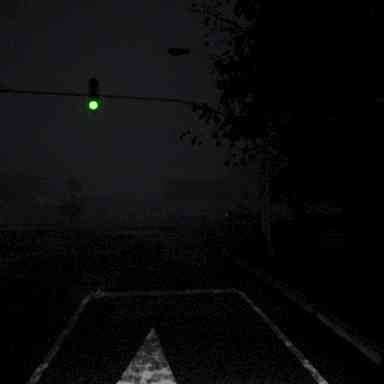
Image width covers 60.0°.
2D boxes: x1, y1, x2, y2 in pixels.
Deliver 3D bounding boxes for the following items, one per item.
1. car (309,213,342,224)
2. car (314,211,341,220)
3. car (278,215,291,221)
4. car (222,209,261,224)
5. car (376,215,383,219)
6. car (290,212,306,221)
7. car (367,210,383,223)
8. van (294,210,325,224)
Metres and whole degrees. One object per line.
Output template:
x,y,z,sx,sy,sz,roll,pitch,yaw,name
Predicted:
22.088,4.437,55.204,2.163,1.488,4.792,3,-8,-31,car
19.327,3.601,46.543,4.181,1.385,1.994,0,-6,-12,car
16.356,4.366,53.858,1.946,1.575,5.366,3,-8,-31,car
5.629,2.567,34.720,4.902,1.511,2.128,0,-6,-11,car
29.944,3.627,48.649,4.181,1.385,1.994,0,-6,-11,car
17.607,3.713,49.254,4.553,1.767,2.097,0,-6,-11,car
33.778,4.199,57.580,2.435,2.045,5.566,3,-8,-31,car
19.240,4.160,54.528,1.878,1.987,4.442,3,-8,-31,van
